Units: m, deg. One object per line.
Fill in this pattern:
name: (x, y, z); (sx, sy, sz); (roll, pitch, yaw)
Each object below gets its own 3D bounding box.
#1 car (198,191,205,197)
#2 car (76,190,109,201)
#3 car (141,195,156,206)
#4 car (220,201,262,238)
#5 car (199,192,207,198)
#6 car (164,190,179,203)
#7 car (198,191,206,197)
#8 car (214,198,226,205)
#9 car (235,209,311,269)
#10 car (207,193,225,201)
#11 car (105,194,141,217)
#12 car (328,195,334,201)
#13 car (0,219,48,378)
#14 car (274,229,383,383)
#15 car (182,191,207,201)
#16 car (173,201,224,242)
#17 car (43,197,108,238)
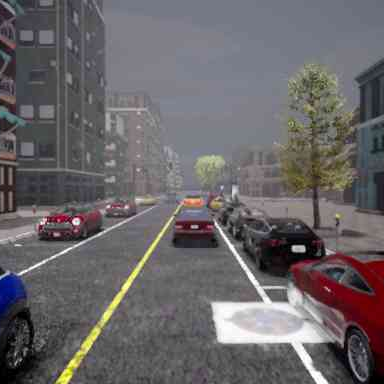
car: (2.669, 0.424, 93.047); (1.967, 1.590, 4.097); (0, 1, 0)
car: (-17.285, 0.599, 57.932); (5.009, 1.841, 2.192); (0, 0, 0)
car: (-5.700, 1.024, 43.535); (1.752, 1.417, 4.829); (0, 1, 0)
car: (2.687, 1.362, 16.009); (2.008, 1.369, 4.403); (0, 1, 0)
car: (2.672, 0.646, 81.655); (2.008, 1.369, 4.403); (0, 1, 0)
car: (-3.010, 0.779, 50.414); (2.097, 1.767, 4.553); (0, 1, 0)
car: (2.671, 0.479, 87.351); (1.967, 1.590, 4.097); (0, 1, 0)
car: (2.686, 1.314, 21.549); (1.947, 1.339, 4.313); (0, 1, 0)
car: (2.688, 1.440, 10.472); (1.947, 1.339, 4.313); (0, 1, 0)
car: (2.684, 1.145, 32.797); (1.752, 1.417, 4.829); (0, 1, 0)
car: (-5.696, 1.125, 27.085); (1.967, 1.590, 4.097); (0, 1, 0)
car: (26.139, 1.001, 58.201); (4.507, 1.381, 1.887); (0, 0, 0)
car: (-3.101, 1.321, 2.375); (2.097, 1.767, 4.553); (0, 1, 0)
car: (2.690, 1.520, 4.933); (1.802, 1.307, 4.206); (0, 1, 0)
car: (0.093, 0.960, 33.822); (2.097, 1.767, 4.553); (0, 1, 0)
car: (0.098, 1.366, 15.343); (2.033, 1.411, 5.357); (0, 1, 0)
car: (-5.694, 1.251, 16.007); (1.967, 1.590, 4.097); (0, 1, 0)
